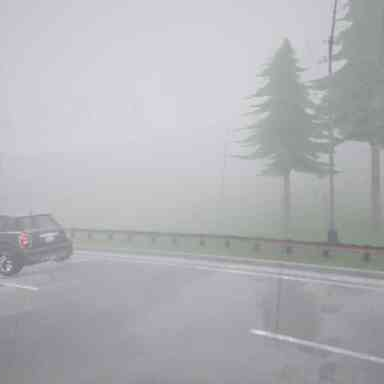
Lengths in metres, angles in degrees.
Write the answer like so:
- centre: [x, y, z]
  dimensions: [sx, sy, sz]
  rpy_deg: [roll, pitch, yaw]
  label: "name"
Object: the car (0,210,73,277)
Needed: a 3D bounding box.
- centre: [-6.135, 1.427, 10.563]
  dimensions: [4.553, 1.767, 2.097]
  rpy_deg: [-1, 0, 22]
  label: "car"
